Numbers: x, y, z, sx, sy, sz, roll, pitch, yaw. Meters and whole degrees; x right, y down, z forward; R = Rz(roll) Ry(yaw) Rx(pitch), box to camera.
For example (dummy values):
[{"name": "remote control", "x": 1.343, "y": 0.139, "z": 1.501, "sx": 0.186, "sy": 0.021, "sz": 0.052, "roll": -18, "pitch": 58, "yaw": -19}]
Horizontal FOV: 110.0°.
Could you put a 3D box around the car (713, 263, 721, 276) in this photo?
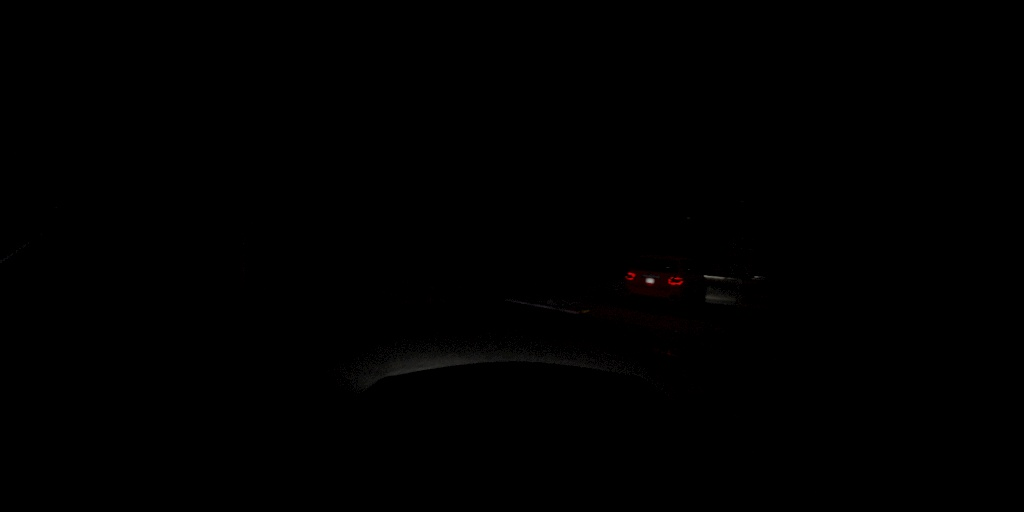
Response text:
[{"name": "car", "x": 25.139, "y": 1.673, "z": 44.730, "sx": 1.882, "sy": 1.535, "sz": 5.008, "roll": 5, "pitch": 2, "yaw": 37}]

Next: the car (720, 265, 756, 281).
[{"name": "car", "x": 24.604, "y": 1.486, "z": 38.923, "sx": 2.150, "sy": 2.045, "sz": 5.566, "roll": 5, "pitch": 2, "yaw": 38}]

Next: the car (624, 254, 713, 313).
[{"name": "car", "x": 6.456, "y": 0.999, "z": 14.761, "sx": 2.150, "sy": 2.045, "sz": 5.566, "roll": 5, "pitch": 2, "yaw": 37}]
